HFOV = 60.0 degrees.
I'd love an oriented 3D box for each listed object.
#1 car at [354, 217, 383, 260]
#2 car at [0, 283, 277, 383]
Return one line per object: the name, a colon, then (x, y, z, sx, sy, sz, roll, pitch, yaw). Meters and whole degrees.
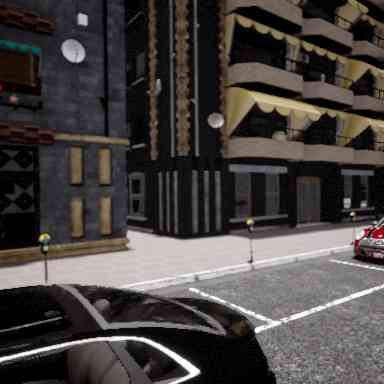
car: (7.305, 1.409, 11.324, 4.097, 1.590, 1.967, 0, -1, -36)
car: (-1.590, 1.506, 1.937, 4.892, 1.490, 1.837, 0, 0, -36)
